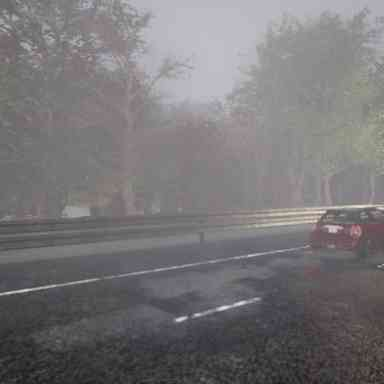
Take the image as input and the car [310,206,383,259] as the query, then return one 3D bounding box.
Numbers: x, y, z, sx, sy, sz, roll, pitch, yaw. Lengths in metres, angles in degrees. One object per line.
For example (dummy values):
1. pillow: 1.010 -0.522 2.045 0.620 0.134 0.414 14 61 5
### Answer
1. car: 6.674 1.382 12.932 4.553 1.767 2.097 0 0 -36
